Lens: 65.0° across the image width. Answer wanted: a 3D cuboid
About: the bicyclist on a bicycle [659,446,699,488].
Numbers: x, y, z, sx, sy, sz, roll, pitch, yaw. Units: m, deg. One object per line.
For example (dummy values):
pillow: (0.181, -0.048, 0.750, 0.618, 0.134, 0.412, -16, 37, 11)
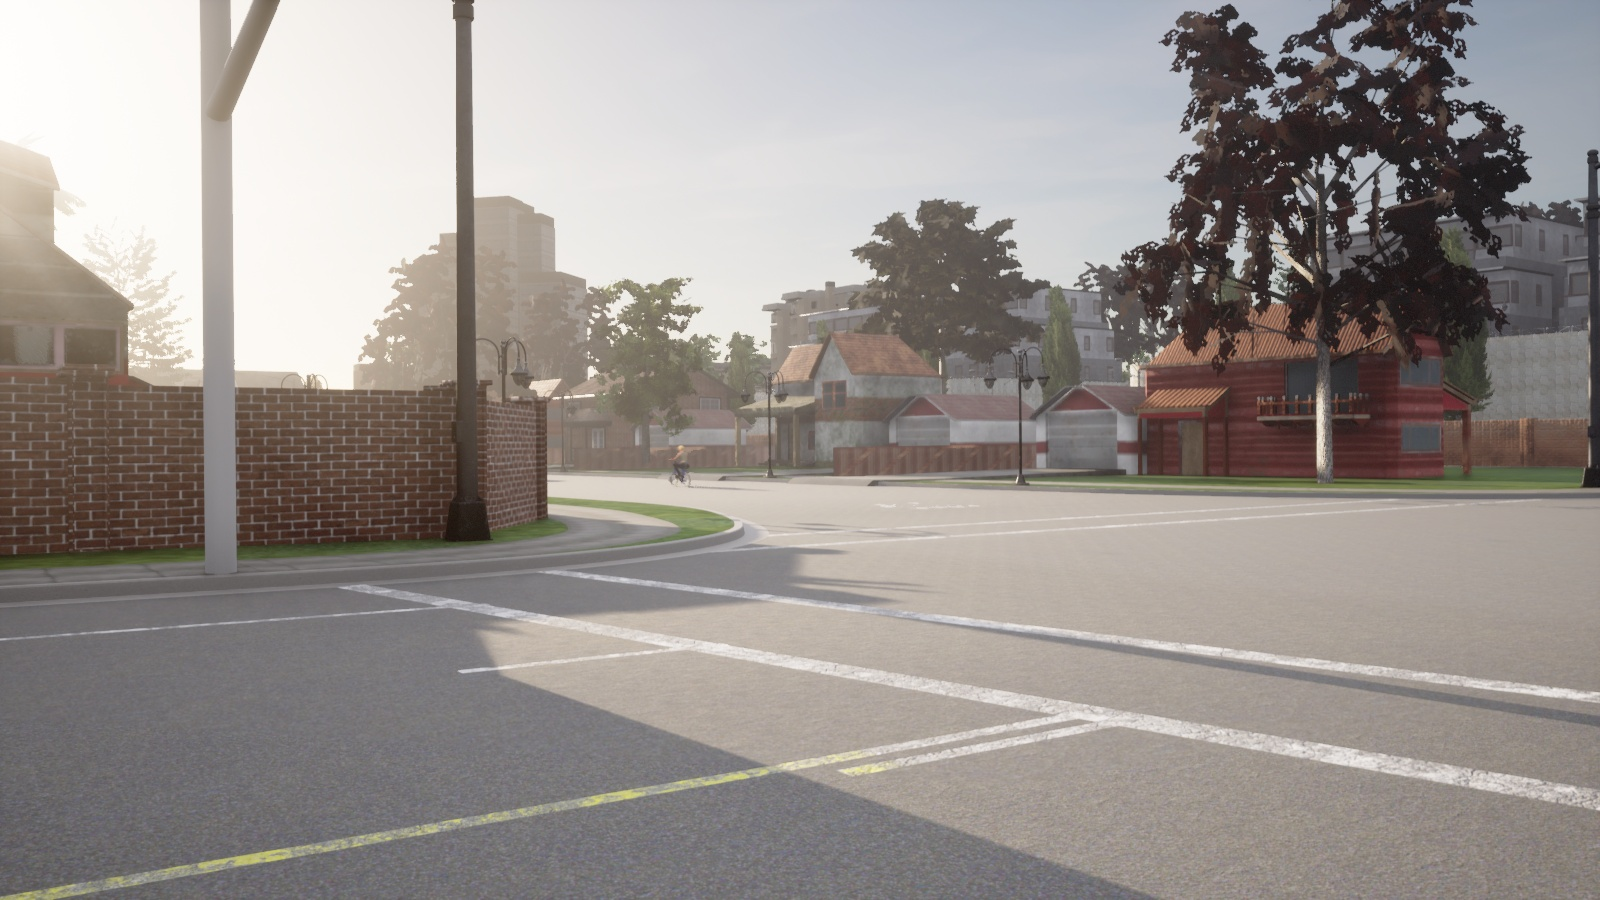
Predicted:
bicyclist on a bicycle: (-4.706, 0.659, 48.875, 0.866, 1.612, 1.509, -1, 0, -36)
